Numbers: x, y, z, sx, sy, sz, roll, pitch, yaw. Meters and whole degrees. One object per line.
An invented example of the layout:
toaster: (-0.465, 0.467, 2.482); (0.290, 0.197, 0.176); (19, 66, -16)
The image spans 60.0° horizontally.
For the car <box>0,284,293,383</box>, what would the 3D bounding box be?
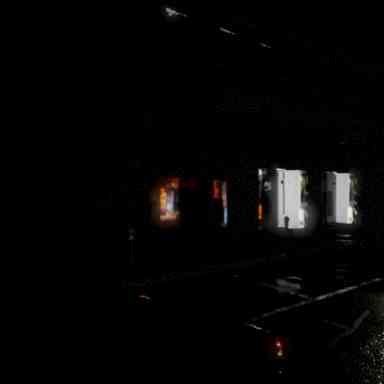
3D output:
car: (-1.119, 1.564, 2.583); (4.181, 1.385, 1.994); (0, 0, -36)
